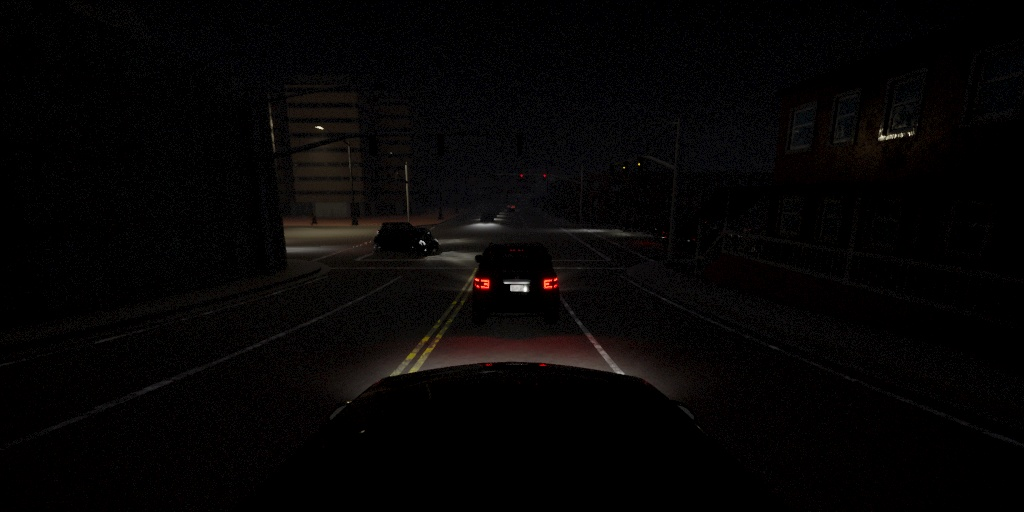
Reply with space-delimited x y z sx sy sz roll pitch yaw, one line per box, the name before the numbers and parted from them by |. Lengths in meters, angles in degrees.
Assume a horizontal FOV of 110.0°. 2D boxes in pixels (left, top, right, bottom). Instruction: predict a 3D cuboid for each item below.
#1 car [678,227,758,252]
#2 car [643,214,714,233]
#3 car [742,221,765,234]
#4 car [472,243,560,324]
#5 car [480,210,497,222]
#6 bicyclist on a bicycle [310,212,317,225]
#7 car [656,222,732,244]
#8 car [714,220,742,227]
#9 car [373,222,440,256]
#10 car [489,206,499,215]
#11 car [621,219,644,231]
car | 14.871 -1.133 26.121 4.181 1.385 1.994 0 10 0
car | 16.893 -3.265 36.612 5.566 2.045 2.150 0 10 0
car | 26.688 -2.959 36.645 4.674 1.442 1.812 0 10 0
car | 0.067 0.605 10.697 2.150 2.045 5.566 0 4 -1
car | -3.703 -5.863 54.075 1.895 1.301 4.718 0 10 0
bicyclist on a bicycle | -25.357 -4.769 45.817 0.582 1.620 1.656 0 10 0
car | 14.892 -1.779 29.562 4.892 1.490 1.837 0 10 0
car | 23.850 -3.550 40.095 4.674 1.442 1.812 0 10 0
car | -7.228 -1.089 24.546 4.553 1.767 2.097 4 11 22
car | -3.696 -7.428 62.823 1.812 1.442 4.674 0 10 0
car | 14.771 -3.483 40.140 4.718 1.301 1.895 0 10 0
